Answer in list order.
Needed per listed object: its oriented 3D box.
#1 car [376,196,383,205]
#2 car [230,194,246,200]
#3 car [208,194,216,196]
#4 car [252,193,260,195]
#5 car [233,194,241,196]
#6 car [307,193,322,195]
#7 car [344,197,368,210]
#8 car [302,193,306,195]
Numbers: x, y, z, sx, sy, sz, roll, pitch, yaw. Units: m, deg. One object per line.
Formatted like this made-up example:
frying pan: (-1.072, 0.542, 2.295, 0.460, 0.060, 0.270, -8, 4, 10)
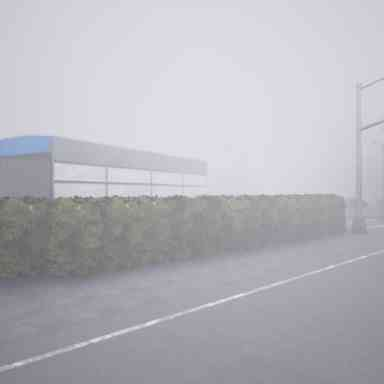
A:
car: (31.434, 1.384, 54.012, 3.806, 1.475, 1.970, 0, 0, -41)
car: (12.092, 1.232, 87.107, 3.806, 1.475, 1.970, 0, 0, -41)
car: (4.355, 1.298, 85.307, 4.514, 1.523, 2.007, 0, 0, -41)
car: (16.510, 1.153, 82.442, 5.027, 1.636, 2.152, 0, 0, -41)
car: (8.820, 1.298, 63.597, 4.514, 1.523, 2.007, 0, 0, -41)
car: (27.032, 1.097, 70.782, 4.605, 1.855, 1.932, 0, 0, -41)
car: (19.236, 1.339, 39.639, 4.514, 1.523, 2.007, 0, 0, -41)
car: (24.829, 1.077, 72.721, 3.866, 1.878, 1.905, 0, 0, -41)
